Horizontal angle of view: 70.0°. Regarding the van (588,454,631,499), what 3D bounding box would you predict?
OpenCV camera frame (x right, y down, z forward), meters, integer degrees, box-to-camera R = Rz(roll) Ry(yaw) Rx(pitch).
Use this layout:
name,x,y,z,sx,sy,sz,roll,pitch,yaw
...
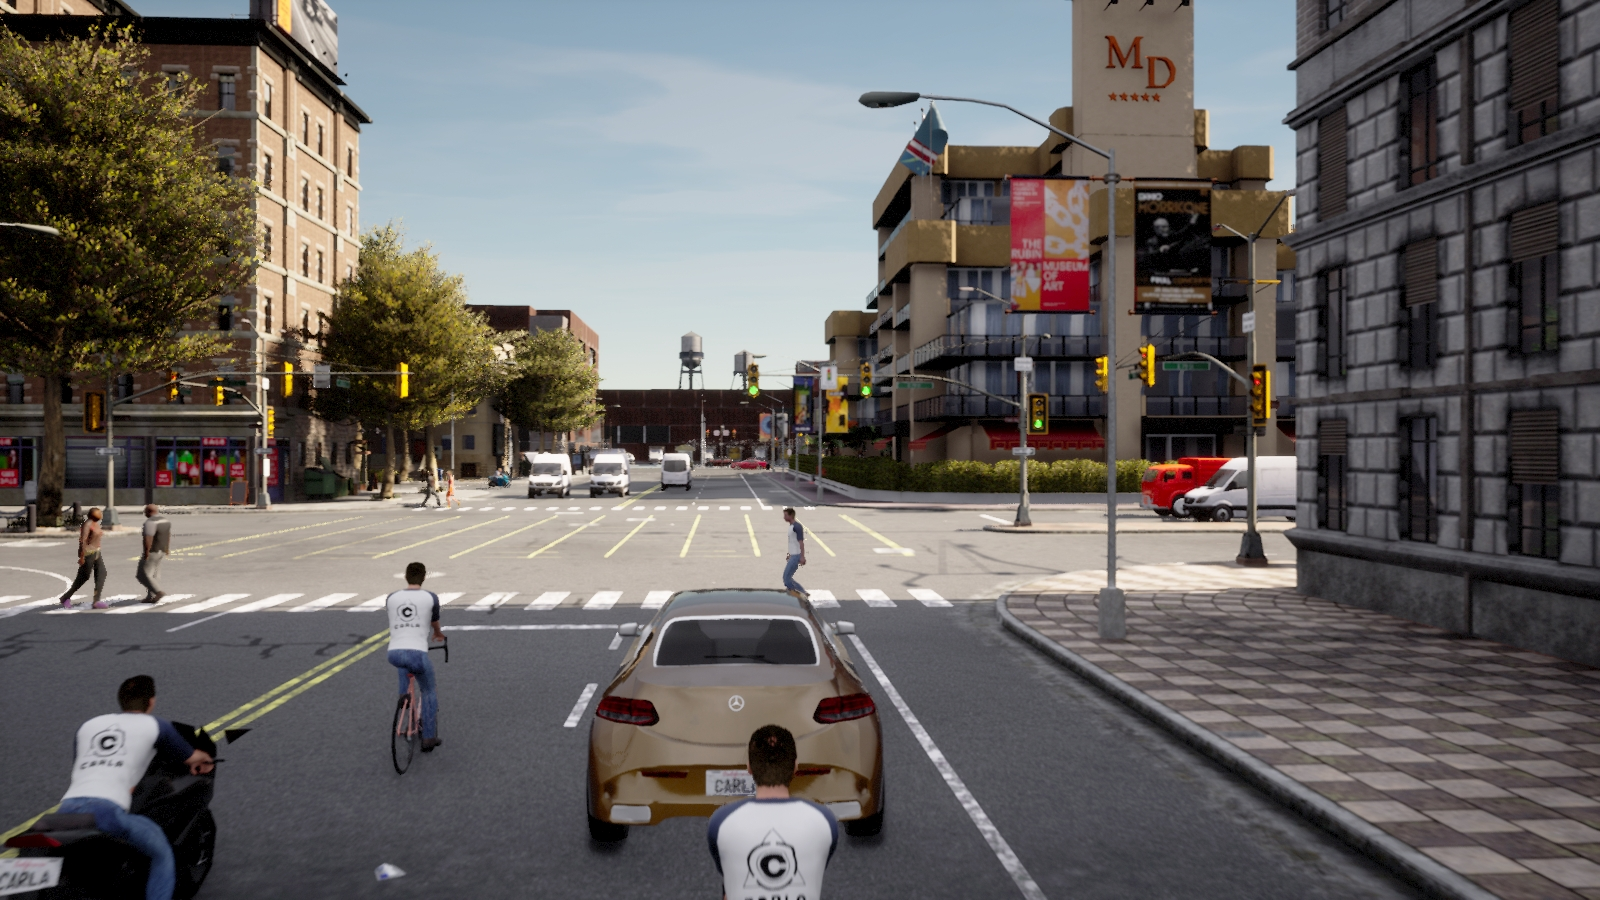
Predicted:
name,x,y,z,sx,sy,sz,roll,pitch,yaw
van,-11.410,1.535,68.863,1.988,2.561,5.915,0,0,-4

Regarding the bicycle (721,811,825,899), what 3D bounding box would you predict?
name,x,y,z,sx,sy,sz,roll,pitch,yaw
bicycle,-0.108,2.206,4.267,0.373,1.196,1.643,0,0,-4

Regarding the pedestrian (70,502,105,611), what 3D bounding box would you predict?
name,x,y,z,sx,sy,sz,roll,pitch,yaw
pedestrian,-12.441,1.849,19.959,0.375,1.860,0.375,0,0,-4

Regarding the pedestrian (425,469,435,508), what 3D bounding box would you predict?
name,x,y,z,sx,sy,sz,roll,pitch,yaw
pedestrian,-17.904,1.849,55.234,0.375,1.860,0.375,0,0,-2

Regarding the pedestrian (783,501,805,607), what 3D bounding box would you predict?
name,x,y,z,sx,sy,sz,roll,pitch,yaw
pedestrian,-0.109,1.848,20.473,0.375,1.860,0.375,0,0,-4

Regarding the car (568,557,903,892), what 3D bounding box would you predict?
name,x,y,z,sx,sy,sz,roll,pitch,yaw
car,-0.538,1.992,9.853,2.152,1.651,5.027,0,0,-3

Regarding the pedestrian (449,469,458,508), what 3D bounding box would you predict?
name,x,y,z,sx,sy,sz,roll,pitch,yaw
pedestrian,-16.615,1.848,54.732,0.375,1.860,0.375,0,0,-13

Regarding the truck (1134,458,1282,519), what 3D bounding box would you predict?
name,x,y,z,sx,sy,sz,roll,pitch,yaw
truck,16.984,1.568,47.784,5.204,2.467,2.627,0,0,-4

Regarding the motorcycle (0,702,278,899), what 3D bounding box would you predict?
name,x,y,z,sx,sy,sz,roll,pitch,yaw
motorcycle,-3.738,2.213,6.410,0.803,1.145,2.033,0,0,-4

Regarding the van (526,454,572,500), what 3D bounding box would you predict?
name,x,y,z,sx,sy,sz,roll,pitch,yaw
van,-14.824,1.535,67.845,1.988,2.561,5.915,0,0,-6

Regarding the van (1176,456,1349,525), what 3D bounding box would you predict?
name,x,y,z,sx,sy,sz,roll,pitch,yaw
van,17.879,1.534,44.326,5.915,2.561,1.988,0,0,-4

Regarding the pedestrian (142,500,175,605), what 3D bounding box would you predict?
name,x,y,z,sx,sy,sz,roll,pitch,yaw
pedestrian,-11.604,1.849,20.671,0.375,1.860,0.375,0,0,1

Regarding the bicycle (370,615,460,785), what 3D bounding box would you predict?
name,x,y,z,sx,sy,sz,roll,pitch,yaw
bicycle,-3.464,2.206,10.373,0.373,1.196,1.643,0,0,-4
